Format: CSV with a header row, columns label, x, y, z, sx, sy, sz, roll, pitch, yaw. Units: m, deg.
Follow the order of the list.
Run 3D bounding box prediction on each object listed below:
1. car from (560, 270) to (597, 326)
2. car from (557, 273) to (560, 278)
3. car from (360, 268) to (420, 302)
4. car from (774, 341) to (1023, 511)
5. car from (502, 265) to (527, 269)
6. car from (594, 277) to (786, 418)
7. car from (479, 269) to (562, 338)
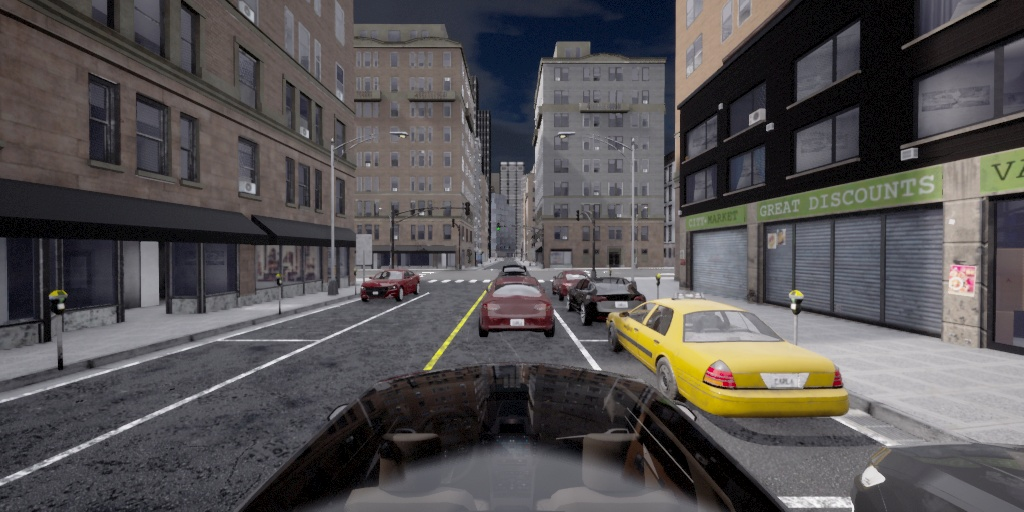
label,x,y,z,sx,sy,sz,roll,pitch,yaw
car,2.889,1.312,11.502,1.948,1.339,4.313,0,0,0
car,2.898,1.326,17.087,1.802,1.307,4.207,0,0,0
car,-5.648,1.289,17.098,1.888,1.381,4.507,0,0,0
car,2.871,1.301,0.330,2.007,1.370,4.403,0,0,0
car,0.126,1.249,20.639,1.837,1.490,4.892,0,0,0
car,2.881,1.274,6.085,1.751,1.417,4.829,0,0,0
car,0.106,1.273,10.074,1.812,1.442,4.674,0,0,0
